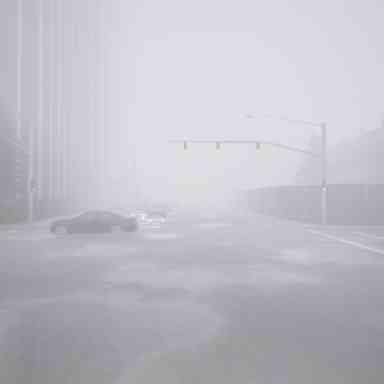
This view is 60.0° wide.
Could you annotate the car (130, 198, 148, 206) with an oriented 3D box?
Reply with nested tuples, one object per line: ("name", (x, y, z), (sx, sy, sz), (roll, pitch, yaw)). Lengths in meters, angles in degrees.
("car", (-7.087, 1.784, 45.542), (2.150, 2.045, 5.566), (0, -1, 0))

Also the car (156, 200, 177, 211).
("car", (-3.585, 2.130, 47.318), (2.033, 1.411, 5.357), (0, -1, 0))

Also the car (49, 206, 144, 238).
("car", (-5.570, 1.751, 19.170), (5.008, 1.535, 1.882), (0, -1, 0))

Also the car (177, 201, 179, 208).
("car", (-3.500, 2.414, 66.010), (1.895, 1.301, 4.718), (0, -1, 0))

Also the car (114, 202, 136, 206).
("car", (-7.092, 1.963, 32.390), (1.994, 1.385, 4.181), (0, -1, 0))

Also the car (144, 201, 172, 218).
("car", (-3.591, 1.992, 36.046), (2.033, 1.411, 5.357), (0, -1, 0))
